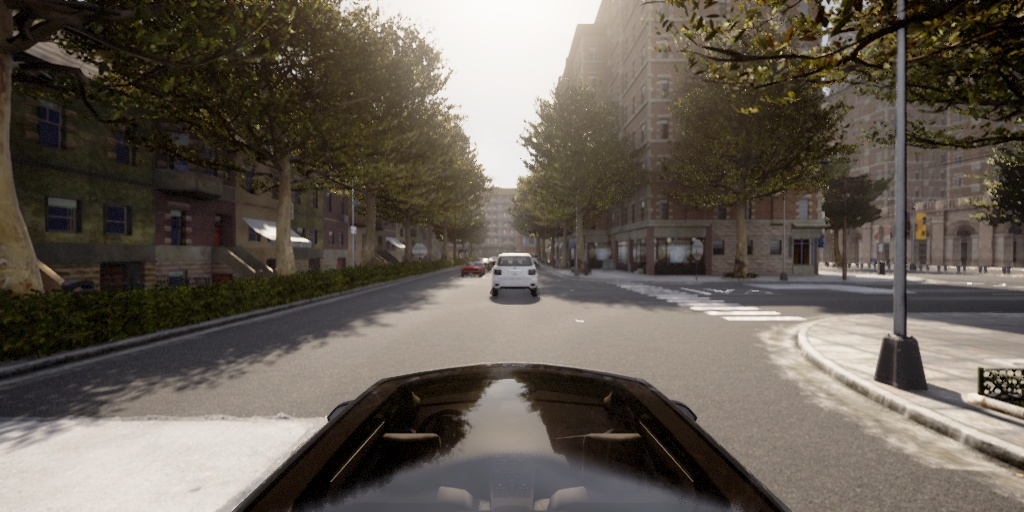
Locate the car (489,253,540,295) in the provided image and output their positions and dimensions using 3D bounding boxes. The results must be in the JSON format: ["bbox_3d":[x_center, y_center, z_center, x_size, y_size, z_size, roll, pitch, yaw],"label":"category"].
[{"bbox_3d":[0.139,0.880,18.971,2.150,2.045,5.566,0,1,0],"label":"car"}]

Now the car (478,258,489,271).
[{"bbox_3d":[-3.498,1.017,43.038,2.128,1.511,4.902,0,0,0],"label":"car"}]

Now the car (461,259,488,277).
[{"bbox_3d":[-3.498,1.183,32.583,1.895,1.301,4.718,0,0,0],"label":"car"}]
